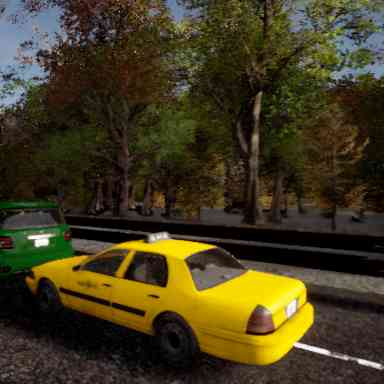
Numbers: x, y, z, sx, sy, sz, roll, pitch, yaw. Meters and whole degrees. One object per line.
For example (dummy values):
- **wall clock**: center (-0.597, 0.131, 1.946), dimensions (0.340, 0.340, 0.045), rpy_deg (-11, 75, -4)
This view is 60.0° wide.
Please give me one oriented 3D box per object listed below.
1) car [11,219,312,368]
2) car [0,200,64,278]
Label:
- **car**: center (-0.818, 1.469, 5.746), dimensions (5.366, 1.575, 1.801), rpy_deg (0, 0, 36)
- **car**: center (-5.611, 1.253, 9.150), dimensions (5.566, 2.045, 2.150), rpy_deg (0, 0, 35)
